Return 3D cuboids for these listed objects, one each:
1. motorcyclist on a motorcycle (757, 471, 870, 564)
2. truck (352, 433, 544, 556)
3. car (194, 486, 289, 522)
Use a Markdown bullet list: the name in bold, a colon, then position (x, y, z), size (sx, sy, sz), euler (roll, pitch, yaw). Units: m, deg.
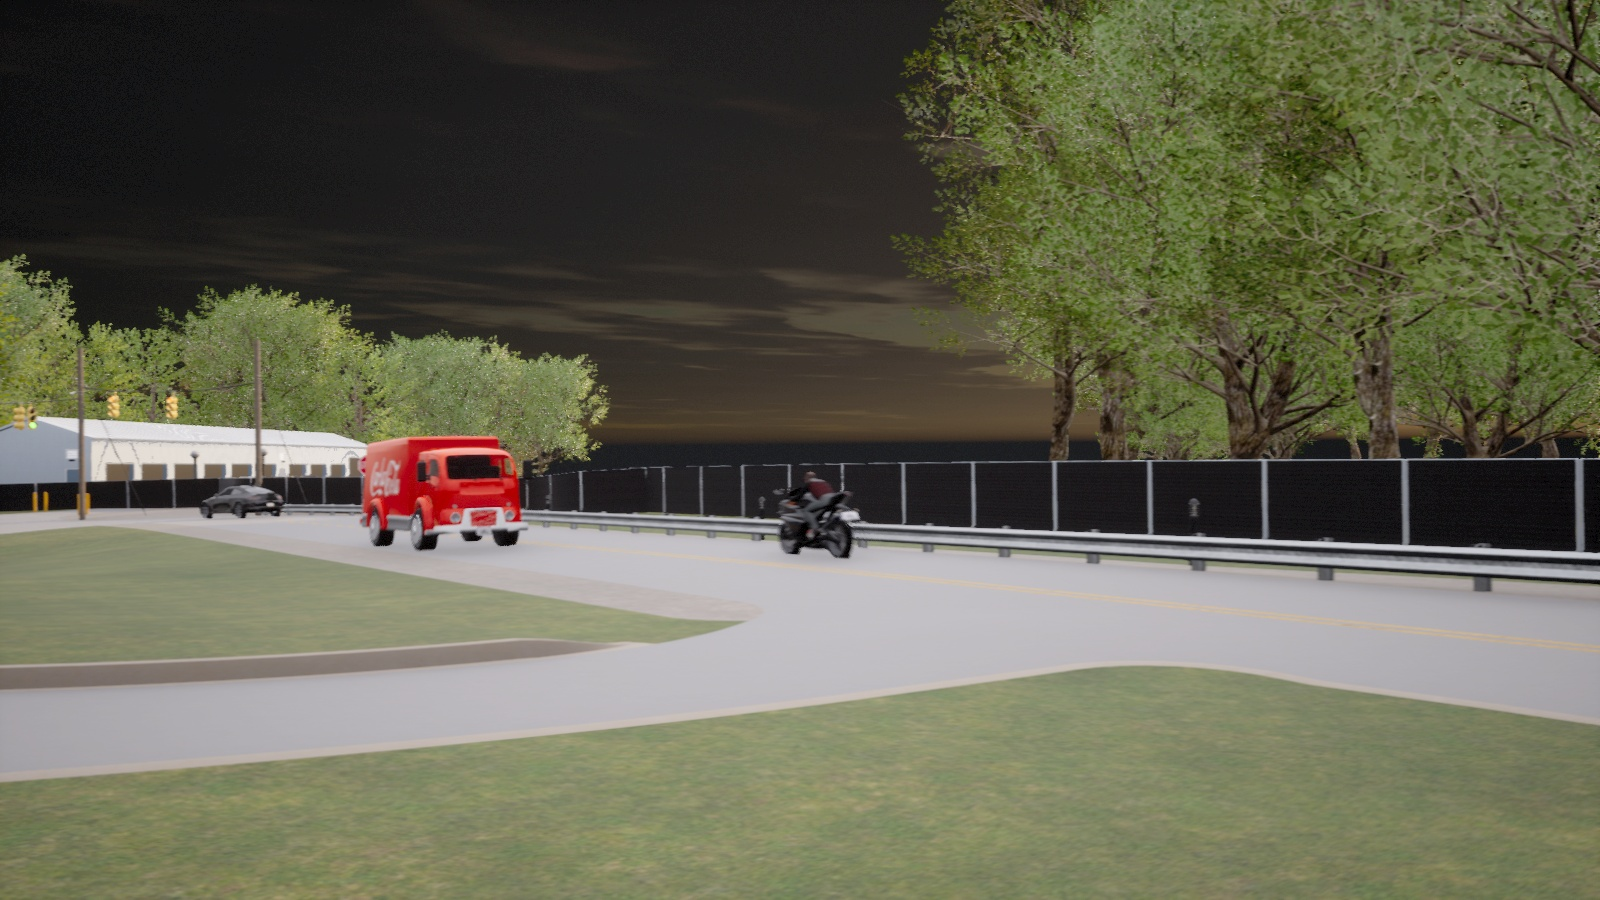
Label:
- **motorcyclist on a motorcycle**: position (0.211, 1.165, 22.169), size (0.866, 1.530, 2.191), euler (-1, -1, -34)
- **truck**: position (-8.052, 0.976, 28.318), size (2.627, 2.467, 5.204), euler (-1, -1, -34)
- **car**: position (-24.875, 2.416, 55.867), size (4.674, 1.442, 1.812), euler (-3, -1, 37)
